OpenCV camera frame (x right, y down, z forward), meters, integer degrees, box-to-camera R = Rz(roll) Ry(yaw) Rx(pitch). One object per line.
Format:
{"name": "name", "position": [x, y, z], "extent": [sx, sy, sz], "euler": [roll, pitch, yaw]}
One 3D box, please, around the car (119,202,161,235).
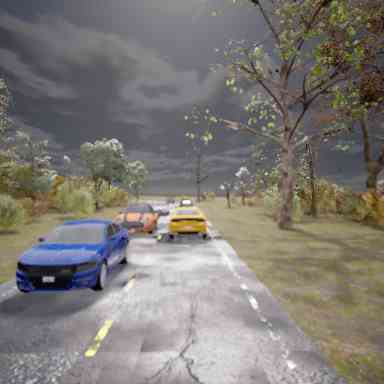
{"name": "car", "position": [-3.194, 1.483, 19.759], "extent": [2.097, 1.767, 4.553], "euler": [0, 0, -1]}

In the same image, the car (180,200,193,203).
{"name": "car", "position": [-0.764, 1.852, 47.004], "extent": [1.994, 1.385, 4.181], "euler": [0, -1, -1]}

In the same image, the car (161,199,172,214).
{"name": "car", "position": [-3.405, 1.765, 35.853], "extent": [1.812, 1.442, 4.674], "euler": [0, -1, -1]}

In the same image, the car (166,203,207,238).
{"name": "car", "position": [-0.238, 1.584, 18.539], "extent": [1.882, 1.535, 5.008], "euler": [0, 0, -1]}

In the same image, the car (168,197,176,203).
{"name": "car", "position": [-4.595, 1.919, 72.173], "extent": [1.837, 1.490, 4.892], "euler": [0, 0, -4]}

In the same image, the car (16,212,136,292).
{"name": "car", "position": [-3.004, 1.546, 9.367], "extent": [1.882, 1.535, 5.008], "euler": [0, 0, -1]}
